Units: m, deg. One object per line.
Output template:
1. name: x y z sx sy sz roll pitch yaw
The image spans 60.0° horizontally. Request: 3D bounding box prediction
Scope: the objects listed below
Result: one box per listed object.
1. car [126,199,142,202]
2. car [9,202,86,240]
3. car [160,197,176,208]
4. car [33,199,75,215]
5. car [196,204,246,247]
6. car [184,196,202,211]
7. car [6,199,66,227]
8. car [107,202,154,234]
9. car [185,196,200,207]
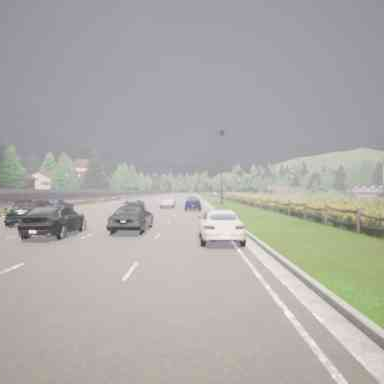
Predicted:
1. car: -6.819 1.482 39.363 1.895 1.301 4.718 0 0 0
2. car: -6.864 1.455 16.771 1.837 1.490 4.892 0 0 0
3. car: -3.303 1.385 46.190 1.812 1.442 4.674 0 0 0
4. car: -13.831 1.447 33.835 2.033 1.411 5.357 0 0 0
5. car: 1.257 1.481 14.763 1.812 1.442 4.674 0 0 0
6. car: 0.122 1.357 39.574 1.882 1.535 5.008 0 0 0
7. car: -10.353 1.285 22.255 2.097 1.767 4.553 0 0 0
8. car: -3.360 1.491 18.793 2.033 1.411 5.357 0 0 0
9. car: 0.102 1.339 49.991 2.128 1.511 4.902 0 0 0
